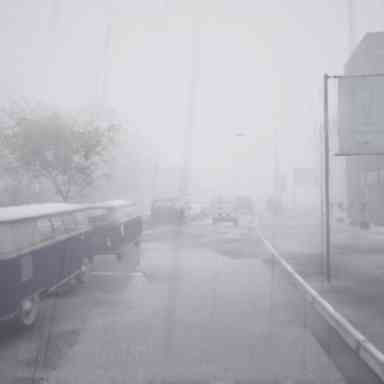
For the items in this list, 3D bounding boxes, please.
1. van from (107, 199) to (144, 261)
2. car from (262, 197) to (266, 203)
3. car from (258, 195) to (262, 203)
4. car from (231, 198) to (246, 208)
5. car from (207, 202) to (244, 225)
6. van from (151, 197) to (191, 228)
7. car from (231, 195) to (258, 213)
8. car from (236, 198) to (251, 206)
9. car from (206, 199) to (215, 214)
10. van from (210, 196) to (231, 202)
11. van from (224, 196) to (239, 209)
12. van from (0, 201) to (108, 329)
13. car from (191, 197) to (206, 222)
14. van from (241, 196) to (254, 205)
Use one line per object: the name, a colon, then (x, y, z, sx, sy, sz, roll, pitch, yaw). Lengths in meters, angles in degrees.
van: (-3.042, 1.309, 12.544, 1.878, 1.987, 4.442, -2, 0, 3)
car: (17.531, 1.928, 88.516, 2.435, 2.045, 5.566, -1, -1, 19)
car: (15.441, 2.158, 82.101, 2.002, 1.452, 4.674, -1, -1, 18)
car: (8.563, 1.973, 61.029, 2.163, 1.488, 4.792, -1, 0, 16)
car: (2.687, 1.702, 25.406, 2.033, 1.411, 5.357, 0, -1, 11)
van: (-1.564, 1.403, 23.632, 1.878, 1.987, 4.442, -1, 0, 8)
car: (6.730, 1.516, 42.345, 2.150, 2.045, 5.566, -1, -1, 15)
car: (10.273, 1.982, 66.268, 2.231, 1.521, 4.892, -1, 0, 16)
car: (0.687, 1.773, 34.461, 2.002, 1.452, 4.674, -1, 0, 13)
van: (3.601, 1.599, 45.332, 1.878, 1.987, 4.442, -1, 0, 16)
van: (6.543, 1.672, 54.839, 1.878, 1.987, 4.442, -1, 0, 16)
van: (-3.447, 1.275, 6.979, 1.878, 1.987, 4.442, -2, 0, 2)
car: (-0.541, 1.431, 29.038, 2.435, 2.045, 5.566, -1, 0, 9)
van: (12.041, 1.817, 71.672, 1.878, 1.987, 4.442, -1, -1, 20)
